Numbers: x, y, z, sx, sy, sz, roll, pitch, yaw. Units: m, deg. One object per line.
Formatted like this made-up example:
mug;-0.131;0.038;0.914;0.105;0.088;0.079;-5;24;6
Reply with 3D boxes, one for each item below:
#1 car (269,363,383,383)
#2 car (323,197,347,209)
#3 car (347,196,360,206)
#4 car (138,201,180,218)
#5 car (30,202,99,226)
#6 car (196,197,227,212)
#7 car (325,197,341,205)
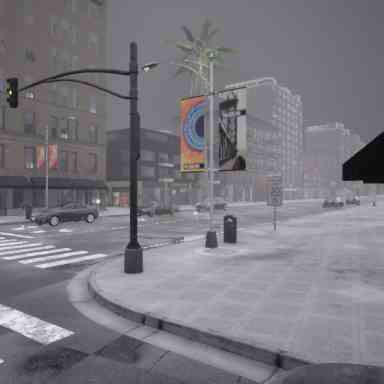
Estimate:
car;2.218;1.551;1.268;4.403;1.369;2.008;0;0;35
car;20.391;1.459;47.894;2.097;1.767;4.553;0;0;35
car;29.189;1.503;60.385;2.097;1.767;4.553;0;0;33
car;-3.286;1.579;31.536;2.033;1.411;5.357;0;0;35
car;-8.905;1.520;23.555;1.837;1.490;4.892;0;0;35
car;2.361;1.404;39.546;2.097;1.767;4.553;0;0;35
car;26.381;1.710;62.054;1.994;1.385;4.181;0;0;35
